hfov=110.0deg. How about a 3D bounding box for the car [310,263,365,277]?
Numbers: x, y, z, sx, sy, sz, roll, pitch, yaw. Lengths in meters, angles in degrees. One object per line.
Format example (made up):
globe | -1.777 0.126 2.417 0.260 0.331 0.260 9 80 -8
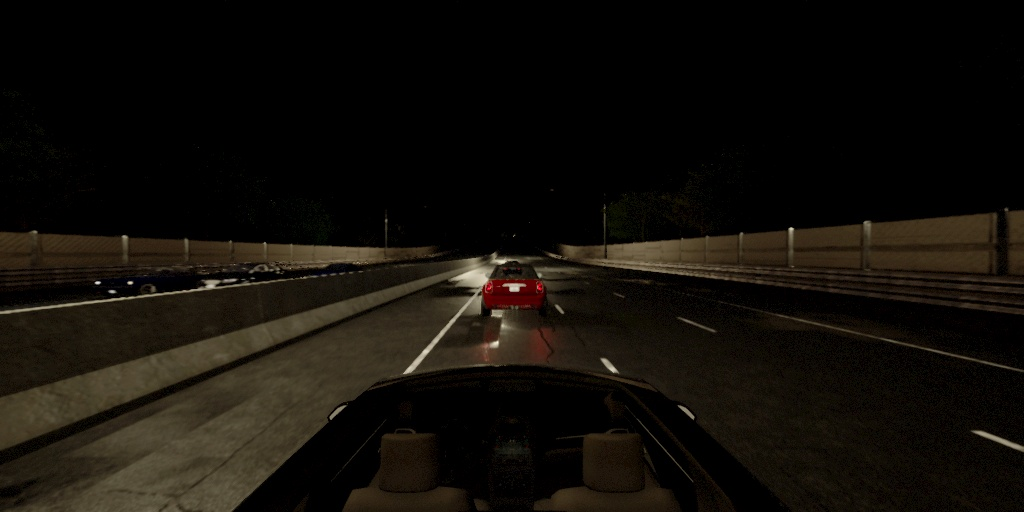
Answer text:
car | -10.643 1.165 22.221 1.812 1.442 4.674 0 0 0

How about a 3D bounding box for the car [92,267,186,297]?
car | -17.636 1.256 18.027 1.895 1.301 4.718 0 0 0

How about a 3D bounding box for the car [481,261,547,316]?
car | 0.070 1.033 13.214 2.097 1.767 4.553 0 0 0

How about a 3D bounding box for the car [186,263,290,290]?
car | -14.136 1.142 19.297 2.128 1.511 4.902 0 0 0
